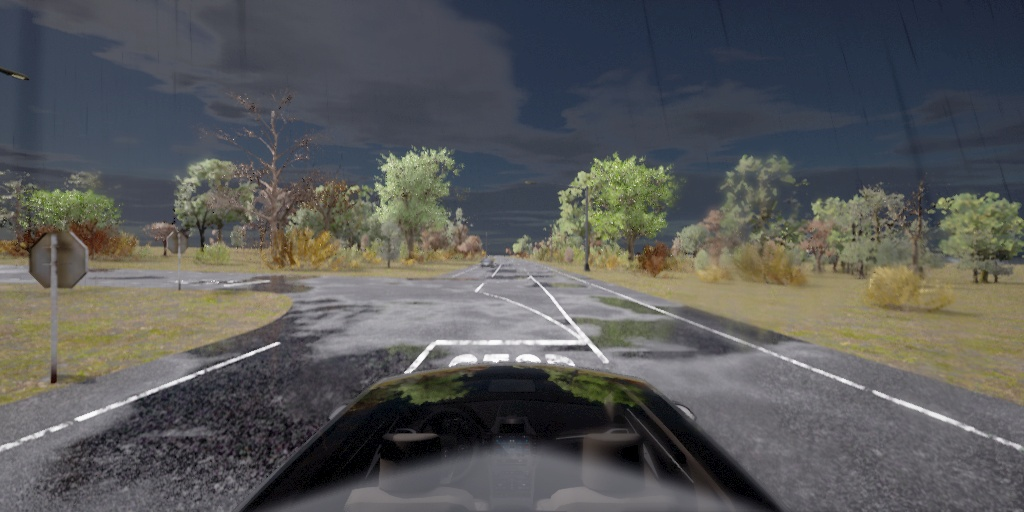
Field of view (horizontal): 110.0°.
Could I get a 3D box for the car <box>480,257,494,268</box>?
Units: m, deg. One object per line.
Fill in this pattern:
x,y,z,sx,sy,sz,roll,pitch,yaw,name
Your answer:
-3.666,0.976,52.978,2.128,1.511,4.902,0,0,-1,car
